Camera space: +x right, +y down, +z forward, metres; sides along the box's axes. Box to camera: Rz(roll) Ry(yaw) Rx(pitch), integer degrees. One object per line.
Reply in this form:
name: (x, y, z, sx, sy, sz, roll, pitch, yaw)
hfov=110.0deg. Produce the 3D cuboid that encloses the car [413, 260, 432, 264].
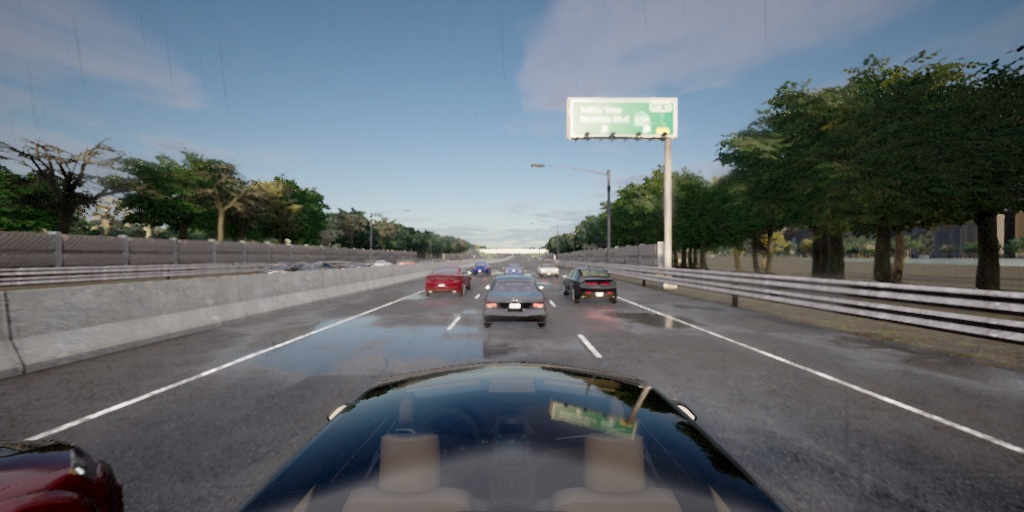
car: (-13.806, 1.428, 57.413, 1.837, 1.490, 4.892, 0, -1, 1)

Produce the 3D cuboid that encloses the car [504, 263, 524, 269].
car: (0.165, 1.401, 34.655, 2.033, 1.411, 5.357, 0, 0, 0)

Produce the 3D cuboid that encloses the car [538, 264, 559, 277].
car: (3.681, 1.463, 37.515, 1.895, 1.301, 4.718, 0, 0, 0)

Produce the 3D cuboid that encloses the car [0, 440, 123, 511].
car: (-3.397, 1.308, 0.439, 1.994, 1.385, 4.181, 0, 0, 0)

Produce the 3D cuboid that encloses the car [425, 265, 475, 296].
car: (-3.392, 1.288, 19.816, 1.882, 1.535, 5.008, 0, 0, 0)

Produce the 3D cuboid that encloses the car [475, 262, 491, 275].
car: (-3.307, 1.394, 39.209, 1.812, 1.442, 4.674, 0, -1, 0)

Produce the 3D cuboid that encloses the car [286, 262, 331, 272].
car: (-17.545, 1.351, 32.137, 1.837, 1.490, 4.892, 0, 0, 0)

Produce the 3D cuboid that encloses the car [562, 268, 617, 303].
car: (3.599, 1.310, 17.118, 1.837, 1.490, 4.892, 0, 0, 0)

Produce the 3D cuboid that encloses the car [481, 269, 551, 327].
car: (0.081, 1.334, 11.685, 2.033, 1.411, 5.357, 0, 0, 0)

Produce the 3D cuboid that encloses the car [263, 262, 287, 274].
car: (-21.036, 1.342, 33.602, 2.128, 1.511, 4.902, 0, 0, 0)

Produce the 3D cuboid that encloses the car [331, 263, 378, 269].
car: (-14.043, 1.411, 32.253, 1.994, 1.385, 4.181, 0, 0, 0)

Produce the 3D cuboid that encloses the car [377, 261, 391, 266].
car: (-20.804, 1.447, 57.214, 1.812, 1.442, 4.674, 0, 0, 1)

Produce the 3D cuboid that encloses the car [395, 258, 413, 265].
car: (-17.295, 1.274, 57.803, 2.097, 1.767, 4.553, 0, 0, 1)
